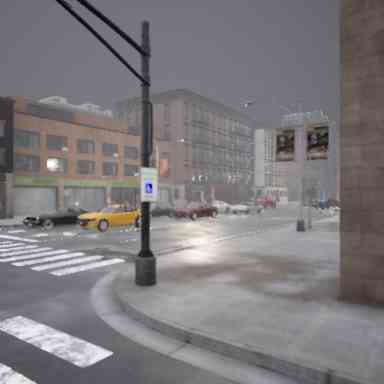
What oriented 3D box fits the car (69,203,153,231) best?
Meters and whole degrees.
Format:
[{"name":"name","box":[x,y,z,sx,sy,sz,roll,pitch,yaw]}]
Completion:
[{"name":"car","box":[-5.066,1.575,21.598,1.882,1.535,5.008,0,0,35]}]

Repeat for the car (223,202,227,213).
[{"name":"car","box":[2.622,1.721,38.082,1.812,1.442,4.674,0,0,35]}]

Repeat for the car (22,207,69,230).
[{"name":"car","box":[-8.638,1.693,22.175,1.895,1.301,4.718,0,0,35]}]

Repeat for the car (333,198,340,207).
[{"name":"car","box":[25.198,1.826,58.429,1.882,1.535,5.008,0,0,35]}]

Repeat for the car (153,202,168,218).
[{"name":"car","box":[-3.345,1.666,29.660,1.812,1.442,4.674,0,0,36]}]

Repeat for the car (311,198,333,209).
[{"name":"car","box":[19.224,1.771,49.976,1.882,1.535,5.008,0,0,36]}]

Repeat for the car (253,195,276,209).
[{"name":"car","box":[10.510,1.493,49.124,2.150,2.045,5.566,0,-1,36]}]

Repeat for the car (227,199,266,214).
[{"name":"car","box":[6.240,1.802,37.570,1.895,1.301,4.718,0,0,35]}]

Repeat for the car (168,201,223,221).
[{"name":"car","box":[0.414,1.625,29.350,1.882,1.535,5.008,0,0,35]}]
